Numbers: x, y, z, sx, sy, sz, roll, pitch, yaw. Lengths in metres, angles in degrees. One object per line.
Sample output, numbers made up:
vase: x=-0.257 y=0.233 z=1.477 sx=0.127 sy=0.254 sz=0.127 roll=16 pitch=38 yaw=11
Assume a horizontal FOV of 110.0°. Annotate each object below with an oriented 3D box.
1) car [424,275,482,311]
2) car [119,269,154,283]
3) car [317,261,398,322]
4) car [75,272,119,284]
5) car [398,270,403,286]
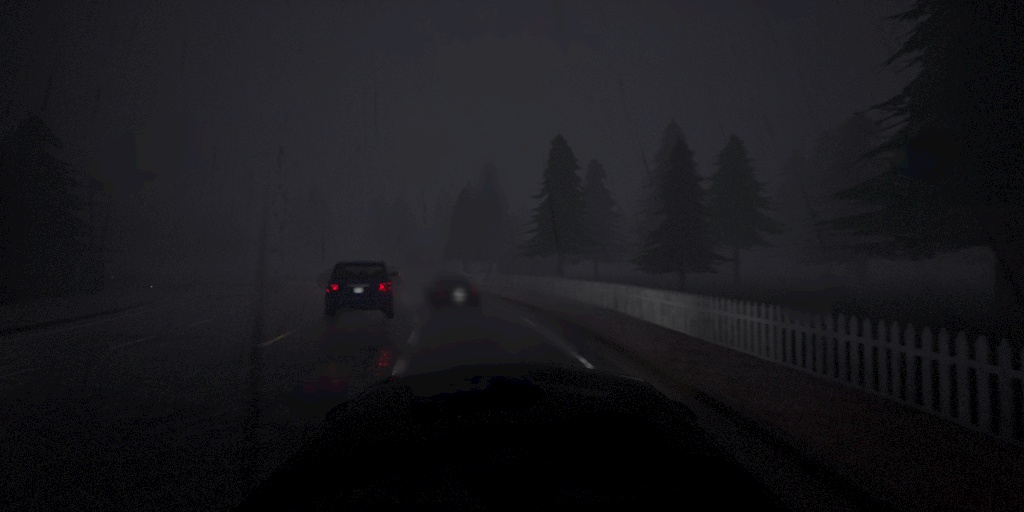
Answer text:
car: x=-2.725 y=1.535 z=15.919 sx=1.994 sy=1.385 sz=4.181 roll=0 pitch=-1 yaw=-20
car: x=-43.316 y=2.248 z=41.058 sx=4.902 sy=1.511 sz=2.128 roll=-1 pitch=-1 yaw=21
car: x=-5.641 y=1.197 z=13.805 sx=2.150 sy=2.045 sz=5.566 roll=0 pitch=-1 yaw=-18
car: x=-43.906 y=2.241 z=37.533 sx=4.674 sy=1.442 sz=1.812 roll=-1 pitch=-1 yaw=21
car: x=-10.996 y=1.604 z=30.196 sx=2.097 sy=1.767 sz=4.553 roll=0 pitch=-1 yaw=-40
